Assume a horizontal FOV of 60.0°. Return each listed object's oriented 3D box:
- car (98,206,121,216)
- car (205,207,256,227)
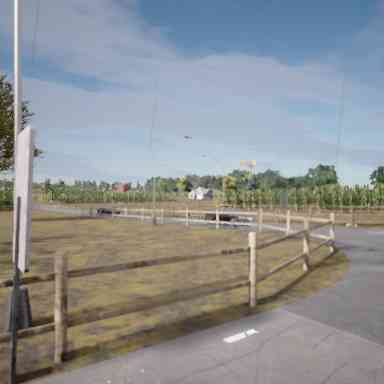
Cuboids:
[{"bbox_3d":[-12.060,2.730,48.406,1.882,1.535,5.008,3,-3,-36],"label":"car"},{"bbox_3d":[3.065,2.010,27.322,2.128,1.511,4.902,3,-3,-36],"label":"car"}]
